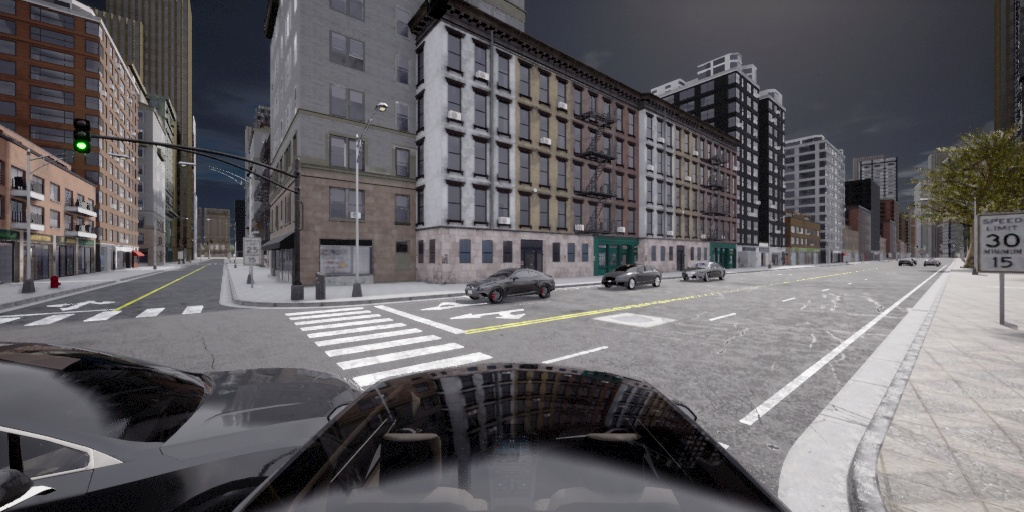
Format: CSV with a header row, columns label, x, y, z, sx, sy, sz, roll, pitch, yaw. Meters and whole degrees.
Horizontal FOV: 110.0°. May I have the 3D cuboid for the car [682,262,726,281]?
label,x,y,z,sx,sy,sz,roll,pitch,yaw
car,15.773,1.237,29.423,4.902,1.511,2.128,0,0,-39

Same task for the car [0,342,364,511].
label,x,y,z,sx,sy,sz,roll,pitch,yaw
car,-3.216,1.257,1.828,4.892,1.490,1.837,0,0,-34

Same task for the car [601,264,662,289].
label,x,y,z,sx,sy,sz,roll,pitch,yaw
car,7.739,1.259,22.983,4.892,1.490,1.837,0,0,-39

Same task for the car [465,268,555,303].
label,x,y,z,sx,sy,sz,roll,pitch,yaw
car,0.024,1.287,16.787,4.674,1.442,1.812,0,0,-39
